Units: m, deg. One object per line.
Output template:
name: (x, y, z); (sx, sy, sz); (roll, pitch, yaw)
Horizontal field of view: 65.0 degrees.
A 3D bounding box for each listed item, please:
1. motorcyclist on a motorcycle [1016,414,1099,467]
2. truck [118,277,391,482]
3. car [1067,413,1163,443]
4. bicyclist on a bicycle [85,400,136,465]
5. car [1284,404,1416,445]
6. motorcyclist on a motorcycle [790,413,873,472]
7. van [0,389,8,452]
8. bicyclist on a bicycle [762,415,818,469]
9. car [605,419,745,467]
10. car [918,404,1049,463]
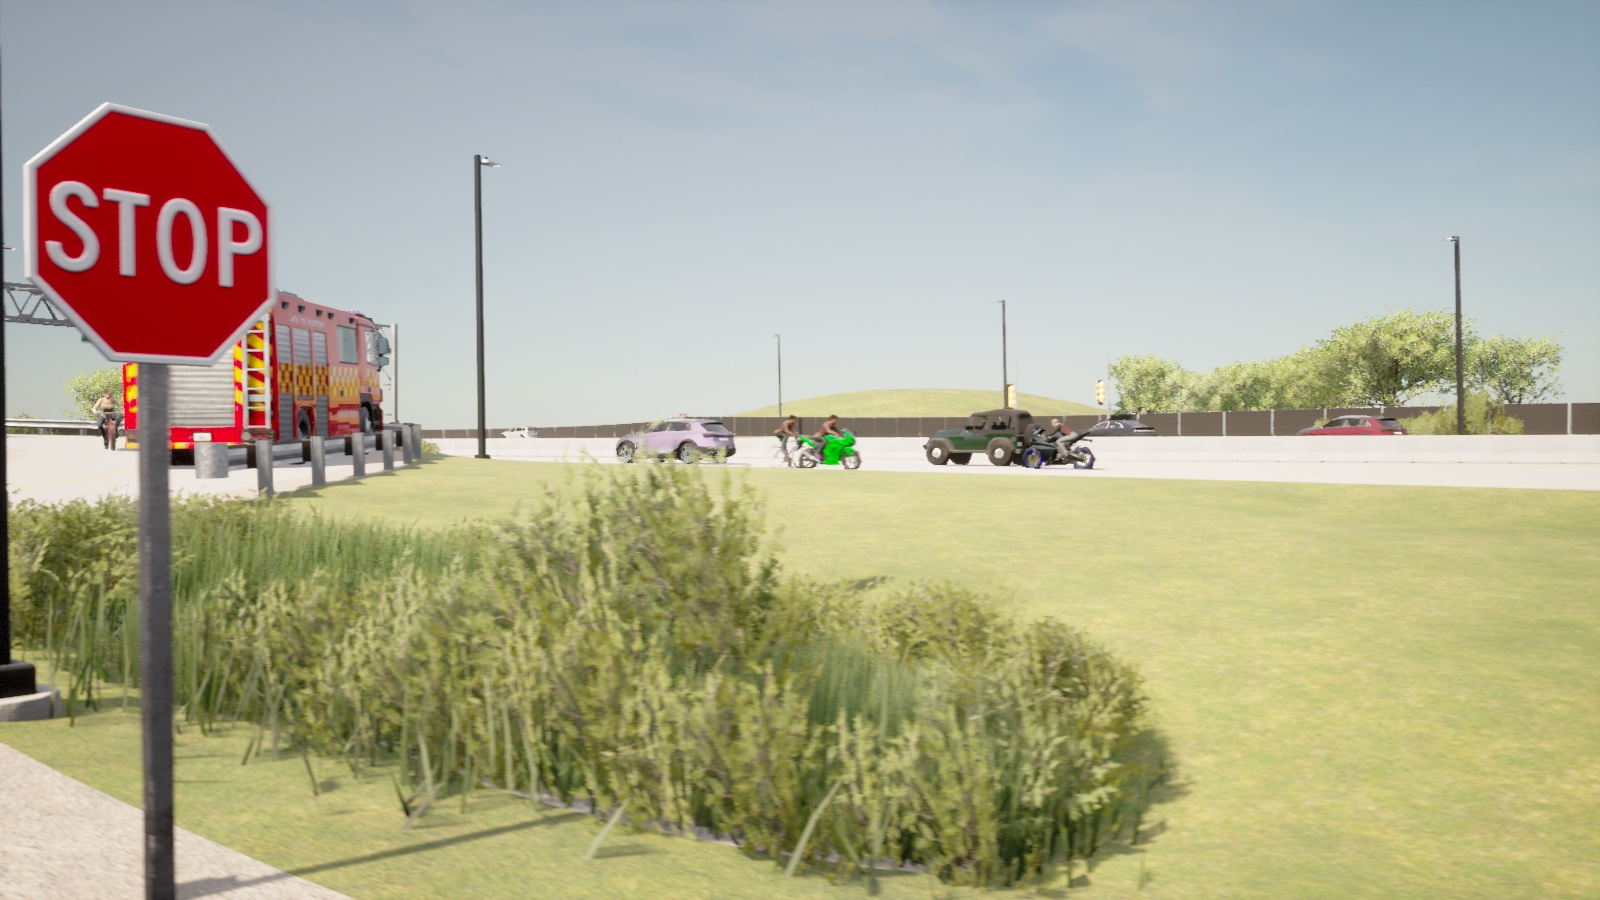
motorcyclist on a motorcycle: (7.553, -0.273, 36.912); (2.191, 1.530, 0.866); (-1, 0, 35)
truck: (-11.694, -1.495, 28.016); (2.891, 3.827, 8.468); (-1, 2, -5)
car: (16.428, -1.144, 65.720); (2.128, 1.511, 4.902); (-2, 1, -28)
bicyclist on a bicycle: (-17.696, -0.467, 32.207); (0.866, 1.612, 1.509); (-3, 3, -37)
car: (23.192, -1.066, 53.109); (2.033, 1.649, 4.856); (-2, 1, -29)
motorcyclist on a motorcycle: (0.823, -0.194, 33.087); (2.044, 1.523, 0.797); (-1, 0, 35)
van: (-28.186, -0.974, 40.640); (4.480, 2.038, 2.069); (1, 1, 22)
bicyclist on a bicycle: (-0.317, -0.234, 38.166); (1.656, 1.620, 0.582); (0, 1, 35)
car: (-4.558, -0.230, 45.423); (4.856, 1.649, 2.033); (-1, 0, 35)
car: (6.143, -0.521, 42.177); (3.866, 1.878, 1.905); (-1, 0, 35)
